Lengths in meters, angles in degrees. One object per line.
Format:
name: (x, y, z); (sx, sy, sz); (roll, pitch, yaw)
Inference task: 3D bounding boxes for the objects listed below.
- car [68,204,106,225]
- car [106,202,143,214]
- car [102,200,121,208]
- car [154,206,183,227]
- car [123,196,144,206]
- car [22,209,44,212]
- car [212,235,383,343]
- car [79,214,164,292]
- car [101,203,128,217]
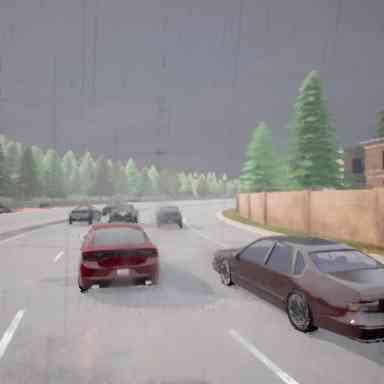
car: (-9.093, 1.931, 28.544); (2.128, 1.511, 4.902); (0, -1, -3)
car: (-5.424, 1.759, 27.230); (2.097, 1.767, 4.553); (0, -1, -5)
car: (-17.266, 2.539, 71.613); (1.837, 1.490, 4.892); (0, -1, 18)
car: (-1.785, 1.878, 25.703); (1.837, 1.490, 4.892); (0, -1, -7)
car: (-12.890, 2.025, 73.823); (2.150, 2.045, 5.566); (0, -1, 18)
car: (-16.421, 1.901, 34.529); (2.097, 1.767, 4.553); (0, -1, 1)
car: (2.185, 1.642, 7.060); (2.033, 1.411, 5.357); (0, -1, -18)
car: (-2.189, 1.623, 9.587); (1.882, 1.535, 5.008); (0, -1, -16)
car: (-9.236, 2.110, 40.143); (1.837, 1.490, 4.892); (0, 0, 4)
